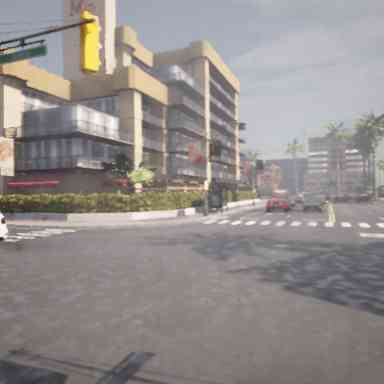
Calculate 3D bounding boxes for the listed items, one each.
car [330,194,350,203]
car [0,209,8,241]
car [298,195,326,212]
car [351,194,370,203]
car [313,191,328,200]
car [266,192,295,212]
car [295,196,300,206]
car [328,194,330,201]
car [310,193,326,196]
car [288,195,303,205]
[{"bbox_3d":[26.003,1.093,58.585,1.882,1.535,5.008,-1,0,18],"label":"car"},{"bbox_3d":[-10.358,1.391,13.959,5.566,2.045,2.150,-1,0,23],"label":"car"},{"bbox_3d":[12.920,1.359,35.537,2.033,1.411,5.357,-1,0,22],"label":"car"},{"bbox_3d":[29.139,1.042,56.979,1.882,1.535,5.008,-1,0,18],"label":"car"},{"bbox_3d":[20.599,0.920,54.321,2.150,2.045,5.566,-1,0,22],"label":"car"},{"bbox_3d":[9.684,1.085,36.883,2.150,2.045,5.566,-1,0,22],"label":"car"},{"bbox_3d":[13.373,1.301,45.880,2.128,1.511,4.902,-1,0,22],"label":"car"},{"bbox_3d":[28.773,1.116,68.706,2.033,1.411,5.357,-1,0,10],"label":"car"},{"bbox_3d":[16.604,1.262,44.536,1.837,1.490,4.892,-1,0,22],"label":"car"},{"bbox_3d":[17.289,1.299,55.449,2.033,1.411,5.357,-1,0,22],"label":"car"}]
